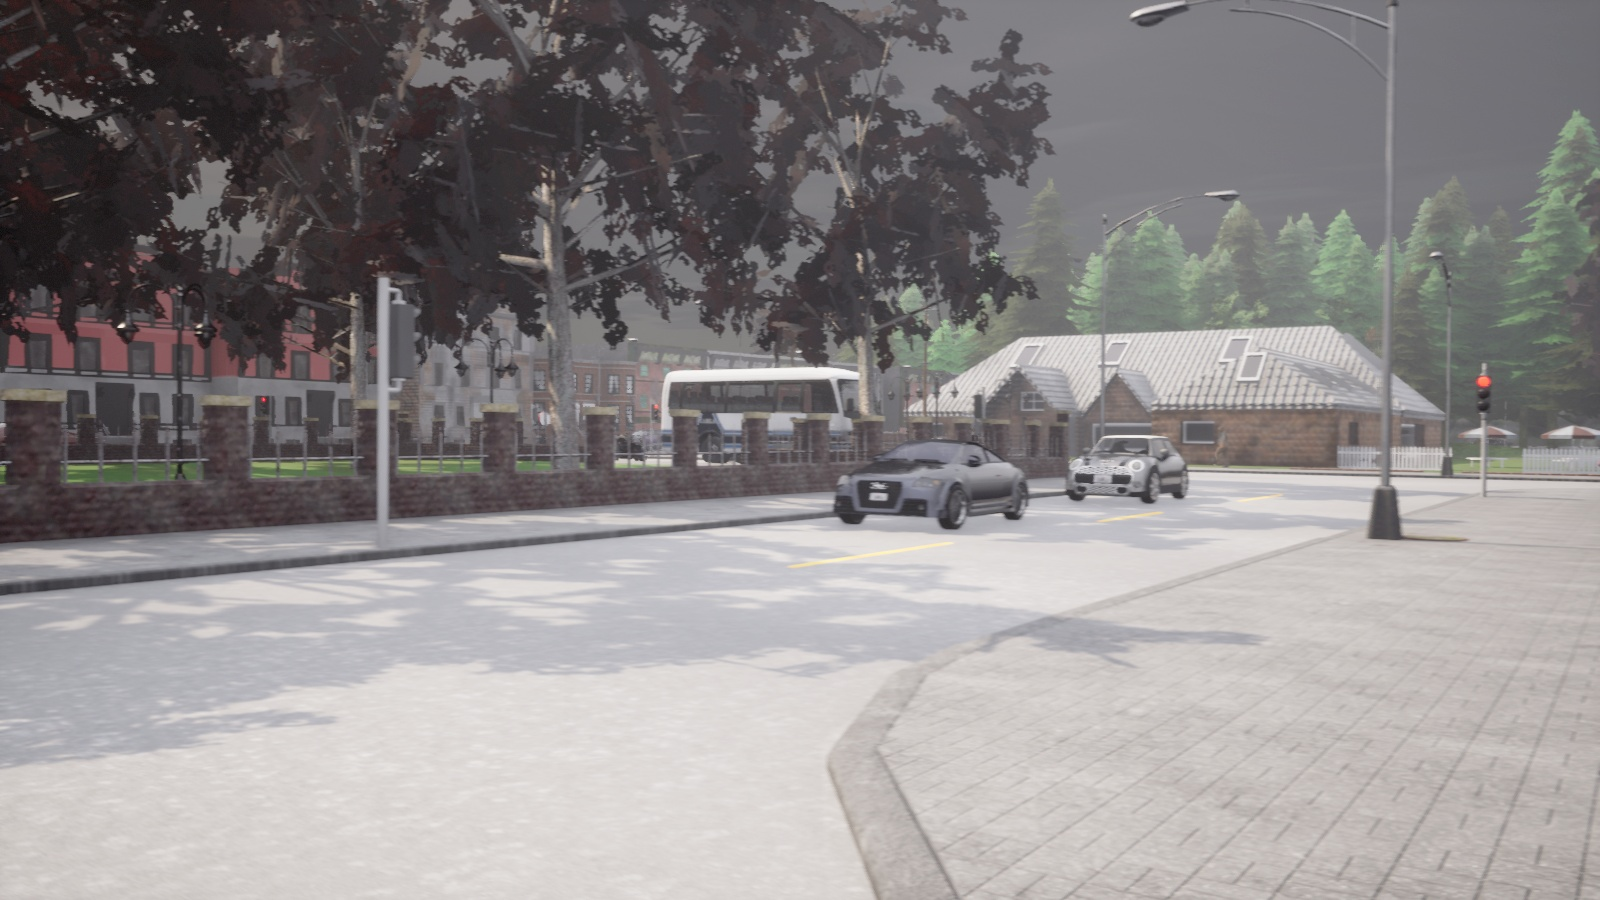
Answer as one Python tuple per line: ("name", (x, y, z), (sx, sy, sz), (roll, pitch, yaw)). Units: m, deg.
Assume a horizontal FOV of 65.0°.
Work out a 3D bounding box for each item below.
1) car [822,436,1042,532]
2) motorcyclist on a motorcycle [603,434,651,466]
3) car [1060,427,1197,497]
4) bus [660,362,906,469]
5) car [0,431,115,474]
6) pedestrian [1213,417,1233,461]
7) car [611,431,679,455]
("car", (2.298, 0.478, 20.843), (1.994, 1.385, 4.181), (0, 1, 32))
("motorcyclist on a motorcycle", (-8.243, -0.005, 59.840), (2.191, 1.530, 0.866), (0, 1, 32))
("car", (7.503, 0.222, 28.472), (1.970, 1.475, 3.806), (0, 1, 32))
("bus", (-0.851, -1.414, 54.743), (10.273, 4.253, 3.944), (0, 1, 33))
("car", (-31.358, 0.071, 51.748), (2.152, 1.651, 5.027), (0, 1, 35))
("pedestrian", (17.896, -0.482, 53.114), (0.694, 1.848, 0.540), (0, 1, 31))
("car", (-10.908, -0.495, 88.694), (2.033, 1.649, 4.856), (0, 1, 34))
